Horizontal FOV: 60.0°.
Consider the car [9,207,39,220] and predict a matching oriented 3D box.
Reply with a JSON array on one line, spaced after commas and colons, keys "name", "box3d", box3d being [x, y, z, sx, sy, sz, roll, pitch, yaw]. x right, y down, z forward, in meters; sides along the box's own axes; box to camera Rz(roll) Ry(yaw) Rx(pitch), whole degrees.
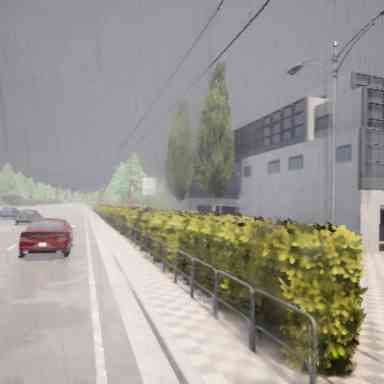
[{"name": "car", "box3d": [-15.499, 2.393, 31.700, 2.033, 1.411, 5.357, 2, -2, -18]}]

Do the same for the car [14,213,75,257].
[{"name": "car", "box3d": [-6.377, 1.912, 14.913, 1.882, 1.535, 5.008, 2, -2, -17]}]

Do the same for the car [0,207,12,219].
[{"name": "car", "box3d": [-21.869, 2.535, 39.862, 2.033, 1.411, 5.357, 2, -2, -18]}]
